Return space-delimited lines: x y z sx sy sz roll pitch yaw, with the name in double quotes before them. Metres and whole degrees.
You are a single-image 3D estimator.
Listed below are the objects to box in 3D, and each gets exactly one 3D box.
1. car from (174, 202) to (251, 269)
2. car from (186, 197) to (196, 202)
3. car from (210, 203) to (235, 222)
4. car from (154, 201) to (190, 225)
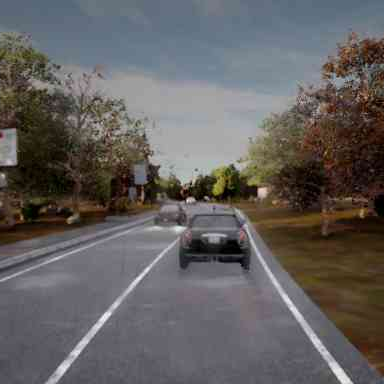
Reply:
"car" 0.806 1.381 11.522 2.097 1.767 4.553 0 0 5
"car" -0.234 1.705 65.583 1.812 1.442 4.674 1 0 -6
"car" 2.622 1.679 28.106 1.895 1.301 4.718 0 0 7
"car" -1.515 1.617 24.796 1.812 1.442 4.674 0 0 7
